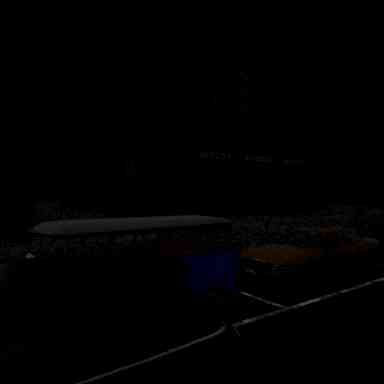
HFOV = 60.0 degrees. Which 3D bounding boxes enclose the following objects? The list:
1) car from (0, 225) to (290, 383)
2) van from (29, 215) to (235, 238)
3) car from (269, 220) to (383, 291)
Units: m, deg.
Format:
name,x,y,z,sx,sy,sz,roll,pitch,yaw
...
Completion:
name,x,y,z,sx,sy,sz,roll,pitch,yaw
car,-1.708,1.352,2.162,4.553,1.767,2.097,0,0,-35
van,-1.006,1.341,5.928,3.998,1.788,1.690,0,0,-35
car,3.291,1.525,8.976,4.829,1.417,1.752,0,0,-35
